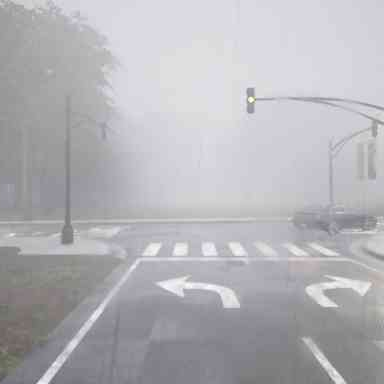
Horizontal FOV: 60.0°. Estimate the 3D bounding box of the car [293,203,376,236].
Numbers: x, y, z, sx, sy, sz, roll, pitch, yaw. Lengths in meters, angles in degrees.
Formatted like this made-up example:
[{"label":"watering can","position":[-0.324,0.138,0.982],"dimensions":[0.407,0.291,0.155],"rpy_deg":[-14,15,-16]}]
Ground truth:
[{"label":"car","position":[7.386,1.331,17.057],"dimensions":[4.902,1.511,2.128],"rpy_deg":[-1,-1,-31]}]
